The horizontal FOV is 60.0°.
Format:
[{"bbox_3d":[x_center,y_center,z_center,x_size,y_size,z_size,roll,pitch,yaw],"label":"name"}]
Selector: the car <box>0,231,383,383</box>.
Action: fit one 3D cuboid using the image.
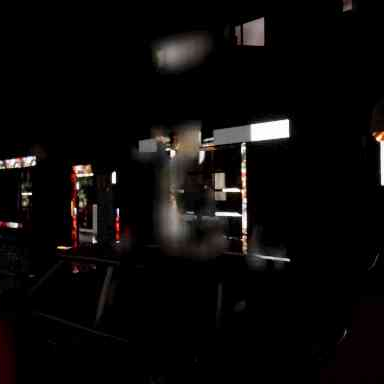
[{"bbox_3d":[-0.340,1.316,3.131,5.009,1.841,2.192,0,-1,35],"label":"car"}]
